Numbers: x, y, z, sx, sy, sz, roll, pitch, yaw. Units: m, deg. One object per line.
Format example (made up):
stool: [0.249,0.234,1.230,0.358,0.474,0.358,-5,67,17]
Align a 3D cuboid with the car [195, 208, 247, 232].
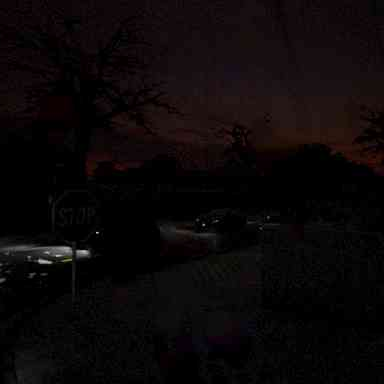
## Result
car: [2.108,1.818,22.599,1.812,1.442,4.674,1,0,36]

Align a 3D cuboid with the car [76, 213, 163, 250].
car: [-3.274,1.691,15.246,1.994,1.385,4.181,1,0,37]

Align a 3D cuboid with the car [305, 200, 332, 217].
car: [15.682,1.986,41.058,2.150,2.045,5.566,1,-1,37]

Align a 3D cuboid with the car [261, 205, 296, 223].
car: [8.051,1.992,30.710,1.837,1.490,4.892,1,0,36]
